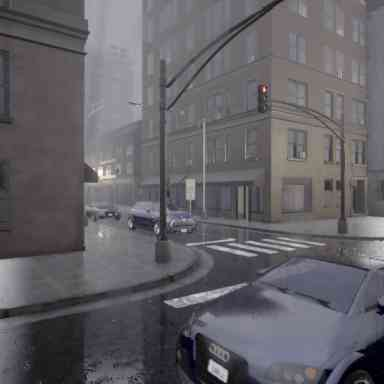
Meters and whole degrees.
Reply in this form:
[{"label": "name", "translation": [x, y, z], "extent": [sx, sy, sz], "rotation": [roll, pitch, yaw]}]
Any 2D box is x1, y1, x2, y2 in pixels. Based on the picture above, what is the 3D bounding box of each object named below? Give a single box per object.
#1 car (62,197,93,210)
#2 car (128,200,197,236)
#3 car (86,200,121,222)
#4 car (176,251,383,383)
[{"label": "car", "translation": [-13.826, 1.335, 39.932], "extent": [2.033, 1.411, 5.357], "rotation": [0, 0, -36]}, {"label": "car", "translation": [-1.692, 1.269, 17.936], "extent": [2.097, 1.767, 4.553], "rotation": [0, 0, -36]}, {"label": "car", "translation": [-6.991, 1.433, 25.336], "extent": [1.994, 1.385, 4.181], "rotation": [0, 0, -35]}, {"label": "car", "translation": [1.873, 1.559, 4.411], "extent": [4.181, 1.385, 1.994], "rotation": [0, 0, -36]}]
